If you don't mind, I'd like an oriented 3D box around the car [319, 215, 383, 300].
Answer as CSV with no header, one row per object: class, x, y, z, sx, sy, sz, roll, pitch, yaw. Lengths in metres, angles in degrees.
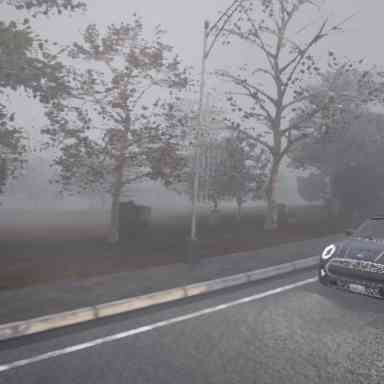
car,5.059,1.363,8.185,4.553,1.767,2.097,0,0,-40
